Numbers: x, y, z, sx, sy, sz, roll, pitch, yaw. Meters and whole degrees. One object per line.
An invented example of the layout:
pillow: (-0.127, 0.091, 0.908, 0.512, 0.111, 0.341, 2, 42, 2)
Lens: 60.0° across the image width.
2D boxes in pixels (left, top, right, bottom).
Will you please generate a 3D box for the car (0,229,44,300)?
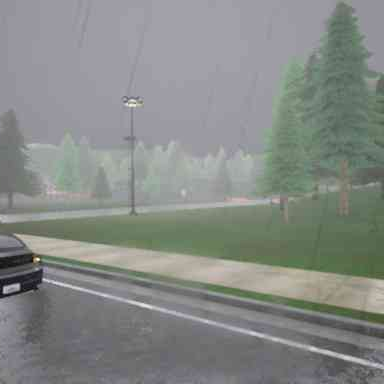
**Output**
car: (-5.387, 1.579, 7.705, 4.892, 1.490, 1.837, 0, 0, 35)
